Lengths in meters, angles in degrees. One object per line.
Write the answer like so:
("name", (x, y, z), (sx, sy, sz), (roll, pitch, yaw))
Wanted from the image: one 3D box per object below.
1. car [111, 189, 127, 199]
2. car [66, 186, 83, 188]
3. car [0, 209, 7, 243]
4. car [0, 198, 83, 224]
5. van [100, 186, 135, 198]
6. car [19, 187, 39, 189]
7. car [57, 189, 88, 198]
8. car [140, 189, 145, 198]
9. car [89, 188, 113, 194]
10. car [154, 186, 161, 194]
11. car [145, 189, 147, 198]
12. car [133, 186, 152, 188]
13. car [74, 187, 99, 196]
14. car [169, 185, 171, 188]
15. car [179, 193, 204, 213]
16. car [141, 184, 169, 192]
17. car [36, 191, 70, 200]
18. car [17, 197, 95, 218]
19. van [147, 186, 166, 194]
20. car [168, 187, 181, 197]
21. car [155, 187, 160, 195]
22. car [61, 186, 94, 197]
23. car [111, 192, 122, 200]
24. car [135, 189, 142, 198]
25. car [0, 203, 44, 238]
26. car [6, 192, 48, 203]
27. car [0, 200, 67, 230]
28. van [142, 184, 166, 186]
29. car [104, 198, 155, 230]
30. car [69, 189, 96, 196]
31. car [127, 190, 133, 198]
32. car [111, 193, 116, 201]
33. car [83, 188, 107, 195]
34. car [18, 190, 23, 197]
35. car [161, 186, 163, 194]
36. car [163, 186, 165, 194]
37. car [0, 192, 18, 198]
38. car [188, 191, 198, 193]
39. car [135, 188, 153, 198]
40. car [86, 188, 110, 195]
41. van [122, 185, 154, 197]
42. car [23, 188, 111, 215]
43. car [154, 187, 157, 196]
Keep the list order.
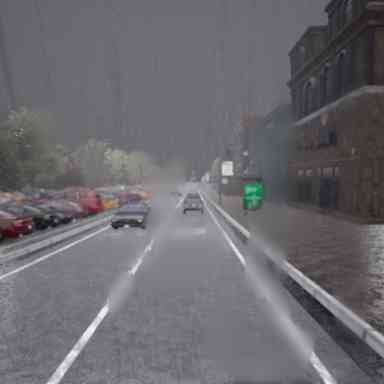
("car", (-9.505, 0.844, 34.241), (4.553, 1.767, 2.185), (0, 1, 1))
("car", (-22.361, 0.194, 59.502), (4.553, 1.767, 2.185), (0, 2, 1))
("car", (-9.735, 1.496, 12.092), (4.674, 1.452, 2.002), (0, 1, 1))
("car", (-9.629, 1.339, 20.456), (4.792, 1.488, 2.163), (0, 1, 1))
("van", (-9.602, 0.601, 39.930), (4.442, 1.987, 1.878), (0, 1, 1))
("car", (-22.463, 0.359, 48.365), (5.566, 2.045, 2.435), (0, 1, 1))
("car", (-22.373, 0.246, 62.289), (5.008, 1.535, 2.097), (0, 2, 1))
("car", (-9.431, 0.686, 45.499), (5.008, 1.535, 2.097), (0, 1, 1))
("car", (-22.382, -0.281, 81.654), (5.366, 1.575, 1.946), (0, 2, 1))
("car", (-9.208, -0.022, 67.753), (4.553, 1.767, 2.185), (0, 2, 1))
("car", (-9.414, 0.655, 48.283), (4.674, 1.452, 2.002), (0, 1, 1))
("car", (-9.331, 0.345, 53.843), (4.553, 1.767, 2.185), (0, 1, 1))
("car", (-22.325, -0.103, 70.639), (4.553, 1.767, 2.185), (0, 2, 1))
("car", (-9.020, -0.541, 92.798), (4.674, 1.452, 2.002), (0, 2, 1))
("car", (0.122, 1.106, 29.884), (2.033, 1.411, 5.357), (0, 1, 0))
("car", (-9.087, -0.527, 81.662), (5.566, 2.045, 2.435), (0, 2, 1))
("car", (-22.445, 0.505, 53.940), (4.674, 1.452, 2.002), (0, 1, 1))
("car", (-9.631, 1.285, 23.242), (4.674, 1.452, 2.002), (0, 1, 1))
("van", (-8.976, -0.574, 84.320), (4.442, 1.987, 1.878), (0, 2, 1))
("car", (-3.108, 0.255, 65.078), (1.895, 1.301, 4.718), (0, 2, 1))
("car", (-9.266, 0.217, 64.977), (4.674, 1.452, 2.002), (0, 2, 1))
("car", (-22.315, -0.079, 65.068), (5.566, 2.045, 2.435), (0, 2, 0))
("car", (-9.745, 1.033, 31.589), (5.366, 1.575, 1.946), (0, 1, 1))
("car", (-9.466, 0.756, 42.717), (5.008, 1.535, 2.097), (0, 1, 1))
("car", (-9.702, 1.415, 14.881), (5.008, 1.535, 2.097), (0, 1, 0))
("car", (-22.545, 0.710, 45.586), (4.792, 1.488, 2.163), (0, 1, 1))
("car", (-9.678, 1.366, 17.669), (5.008, 1.535, 2.097), (0, 1, 1))
("van", (-9.024, -0.425, 78.880), (4.442, 1.987, 1.878), (0, 2, 1))
("car", (-3.335, 1.335, 19.704), (2.033, 1.411, 5.357), (0, 1, 0))
("car", (-22.325, 0.099, 67.858), (4.892, 1.521, 2.231), (0, 2, 1))
("car", (-9.517, 0.898, 37.152), (4.892, 1.521, 2.231), (0, 1, 1))
("car", (-9.579, 1.105, 28.805), (5.008, 1.535, 2.097), (0, 1, 1))
("car", (-22.215, -0.099, 76.209), (4.792, 1.488, 2.163), (0, 2, 1))
("car", (-22.571, 0.822, 40.019), (5.008, 1.535, 2.097), (0, 1, 1))
("car", (-9.221, 0.029, 70.541), (4.892, 1.521, 2.231), (0, 2, 1))
("car", (-9.375, -0.051, 73.324), (5.366, 1.575, 1.946), (0, 2, 1))
("car", (-22.593, 0.932, 37.235), (4.674, 1.452, 2.002), (0, 1, 1))
("car", (0.169, 0.648, 46.006), (2.128, 1.511, 4.902), (0, 2, 0))
("car", (-9.202, 0.540, 51.062), (5.366, 1.575, 1.946), (0, 1, 1))
("car", (-22.225, -0.205, 78.994), (5.008, 1.535, 2.097), (0, 2, 1))
("van", (-9.221, 0.174, 56.559), (4.442, 1.987, 1.878), (0, 1, 0))
("car", (-9.637, 0.924, 26.017), (5.566, 2.045, 2.435), (0, 1, 1))
("car", (-9.284, 0.355, 59.412), (4.792, 1.488, 2.163), (0, 2, 1))
